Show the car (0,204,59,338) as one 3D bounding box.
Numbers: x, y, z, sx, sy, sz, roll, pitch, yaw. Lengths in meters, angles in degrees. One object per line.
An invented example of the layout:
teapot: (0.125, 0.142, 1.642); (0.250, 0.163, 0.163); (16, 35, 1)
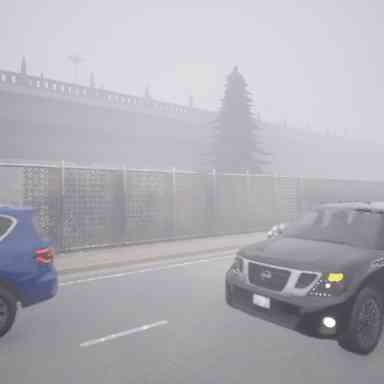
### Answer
car: (-4.868, 1.222, 4.693); (5.566, 2.045, 2.150); (0, 0, -38)

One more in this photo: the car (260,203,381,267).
car: (4.798, 1.352, 12.158); (4.553, 1.767, 2.097); (0, 0, -38)

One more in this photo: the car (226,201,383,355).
car: (3.184, 1.222, 6.489); (5.566, 2.045, 2.150); (0, 0, -38)
